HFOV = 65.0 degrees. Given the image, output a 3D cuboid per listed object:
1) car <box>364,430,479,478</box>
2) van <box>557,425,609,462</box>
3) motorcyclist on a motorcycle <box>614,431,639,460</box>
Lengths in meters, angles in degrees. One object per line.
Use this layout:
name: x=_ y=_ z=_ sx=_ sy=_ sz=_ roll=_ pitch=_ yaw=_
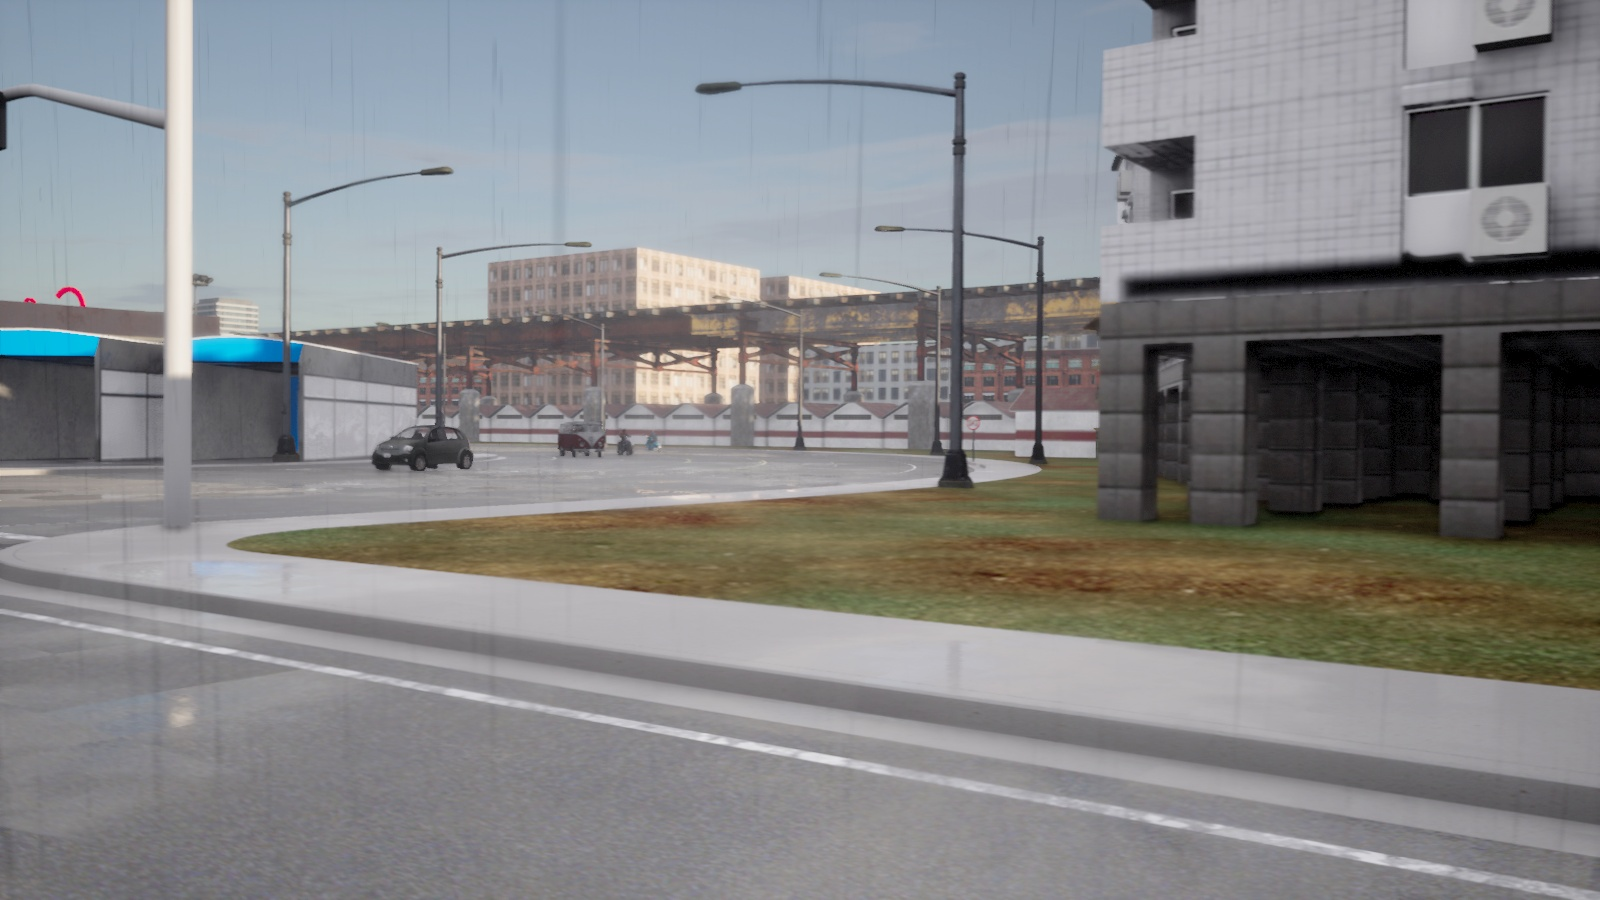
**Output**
car: x=-13.418 y=0.118 z=44.759 sx=1.851 sy=1.617 sz=3.988 roll=0 pitch=1 yaw=20
van: x=-12.164 y=-0.394 z=70.160 sx=1.775 sy=1.987 sz=4.442 roll=-1 pitch=1 yaw=-25
motorcyclist on a motorcycle: x=-10.357 y=-0.280 z=74.993 sx=0.766 sy=1.649 sz=2.350 roll=-1 pitch=1 yaw=-26
